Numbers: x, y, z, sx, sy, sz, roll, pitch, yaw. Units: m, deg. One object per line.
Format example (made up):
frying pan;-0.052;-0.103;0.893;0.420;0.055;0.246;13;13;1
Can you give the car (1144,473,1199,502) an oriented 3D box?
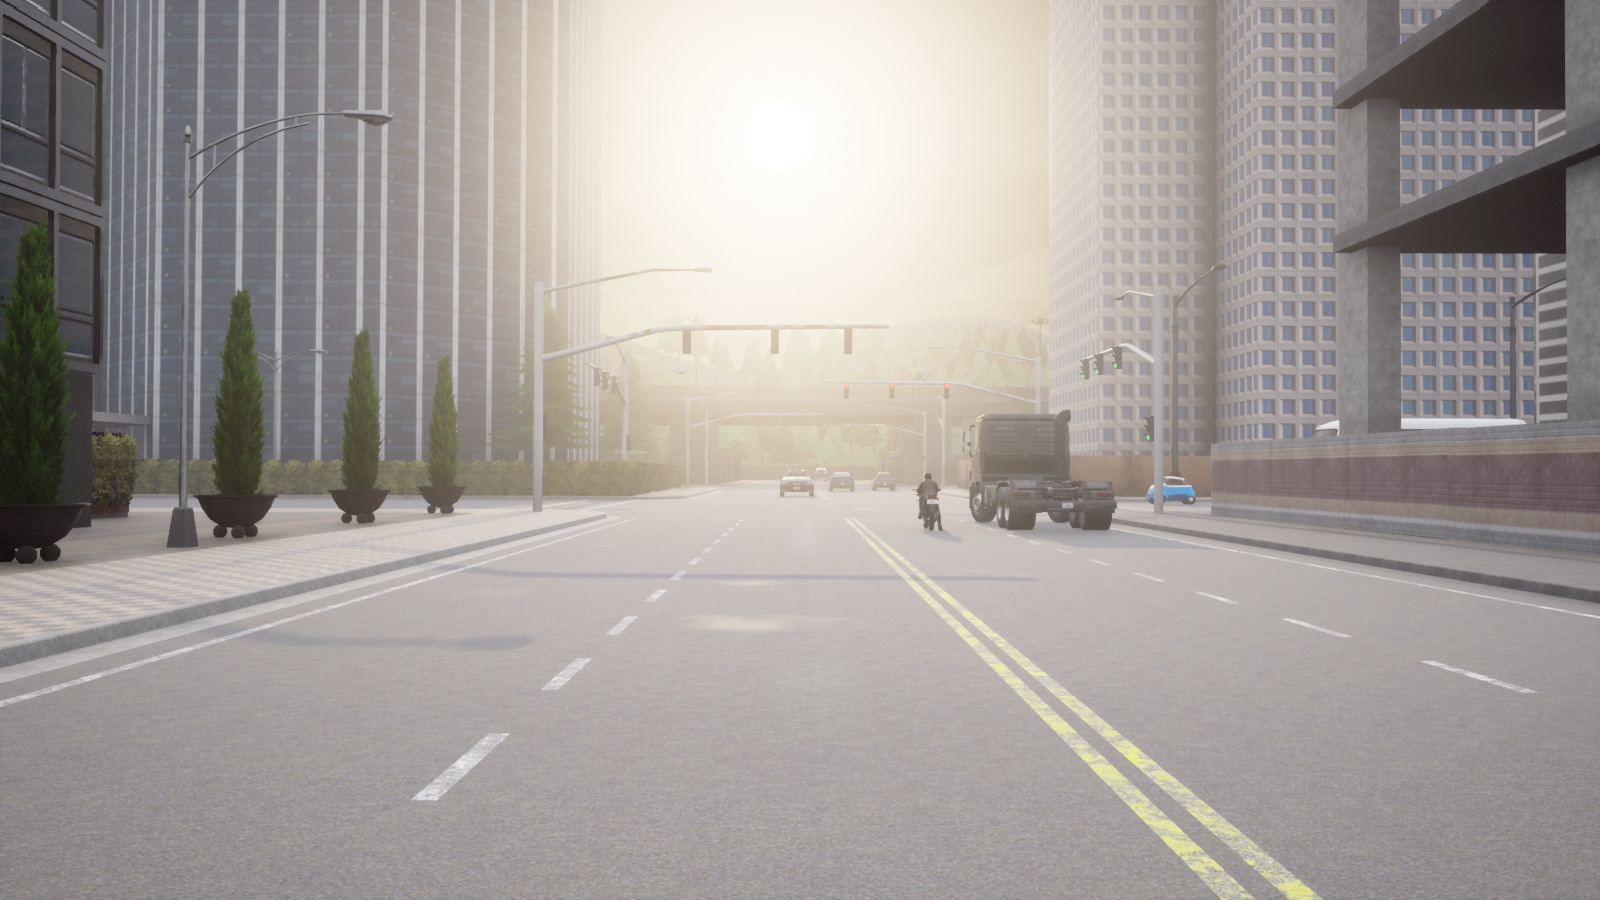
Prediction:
car;18.165;1.826;61.453;2.207;1.376;1.481;0;-1;0

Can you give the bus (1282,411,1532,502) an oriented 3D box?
bus;29.482;0.349;61.421;10.273;4.253;3.944;0;-1;0

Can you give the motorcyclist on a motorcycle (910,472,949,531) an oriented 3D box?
motorcyclist on a motorcycle;3.422;1.341;33.314;0.797;1.523;2.044;0;-1;0

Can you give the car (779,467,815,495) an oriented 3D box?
car;-0.183;1.908;78.435;2.152;1.651;5.027;0;-1;0

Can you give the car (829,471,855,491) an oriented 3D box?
car;3.270;2.425;98.267;1.882;1.535;5.008;0;-1;0

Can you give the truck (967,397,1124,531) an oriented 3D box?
truck;6.892;0.416;36.473;2.891;3.462;7.936;0;-1;-1
